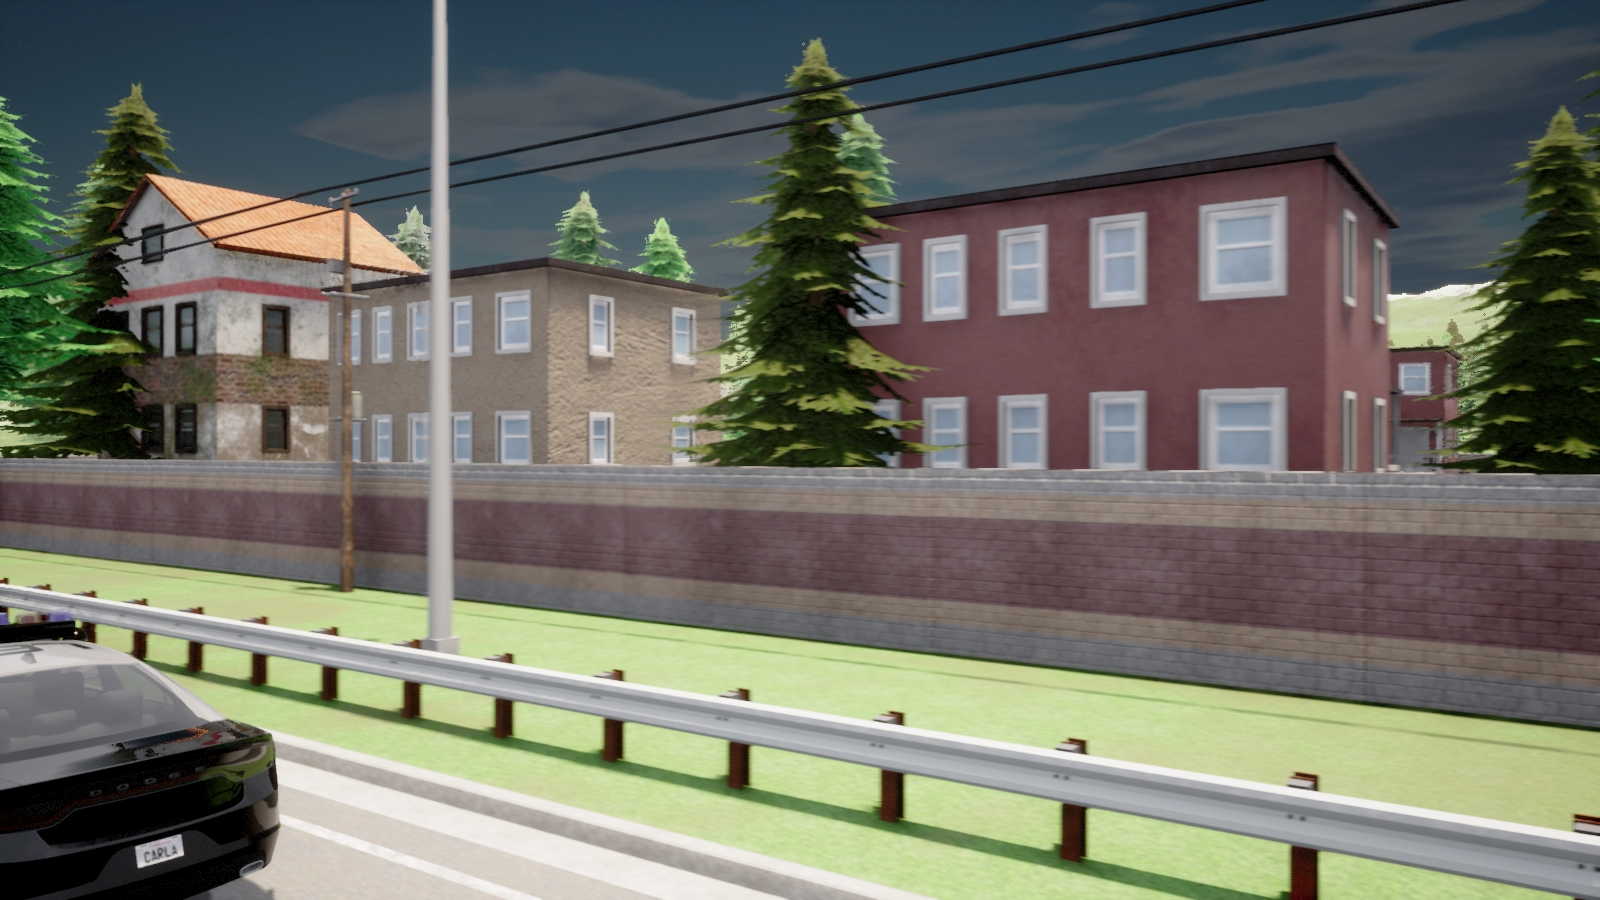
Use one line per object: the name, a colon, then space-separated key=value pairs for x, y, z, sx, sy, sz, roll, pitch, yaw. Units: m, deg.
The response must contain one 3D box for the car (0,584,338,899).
car: x=-5.608 y=1.983 z=7.712 sx=5.238 sy=1.638 sz=2.097 roll=0 pitch=0 yaw=35
